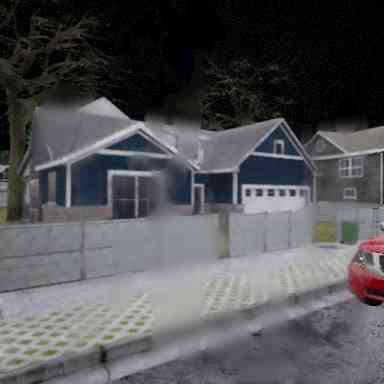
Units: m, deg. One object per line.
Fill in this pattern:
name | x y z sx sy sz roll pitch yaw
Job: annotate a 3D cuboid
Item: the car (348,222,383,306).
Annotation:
car | 5.568 1.221 6.931 5.566 2.045 2.150 0 0 -36
